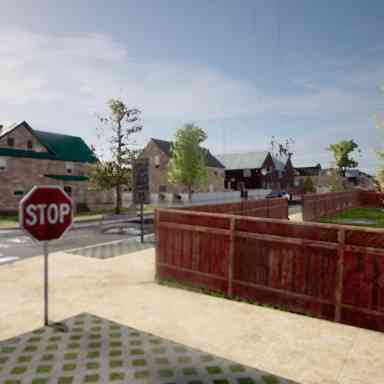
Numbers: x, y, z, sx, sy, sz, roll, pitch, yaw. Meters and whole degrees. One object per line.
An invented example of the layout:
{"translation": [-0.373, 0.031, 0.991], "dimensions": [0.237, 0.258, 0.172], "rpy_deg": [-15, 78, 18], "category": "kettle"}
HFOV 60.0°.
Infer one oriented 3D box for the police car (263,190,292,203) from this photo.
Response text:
{"translation": [9.624, 0.606, 37.610], "dimensions": [2.038, 1.542, 4.974], "rpy_deg": [-1, 1, 36], "category": "police car"}
